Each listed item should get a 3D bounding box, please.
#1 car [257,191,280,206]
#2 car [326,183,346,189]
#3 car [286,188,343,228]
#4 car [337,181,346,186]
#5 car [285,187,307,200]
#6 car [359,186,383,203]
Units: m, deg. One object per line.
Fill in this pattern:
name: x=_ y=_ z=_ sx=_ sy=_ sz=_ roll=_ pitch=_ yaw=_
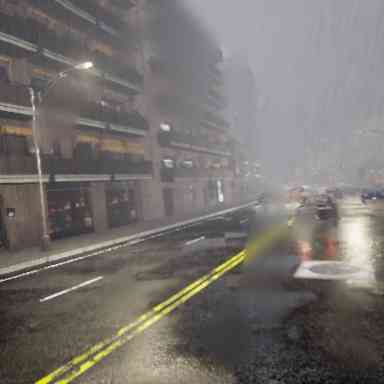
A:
car: x=8.725 y=0.653 z=37.813 sx=1.837 sy=1.490 sz=4.892 roll=-5 pitch=0 yaw=24
car: x=15.085 y=0.139 z=35.728 sx=1.994 sy=1.385 sz=4.181 roll=-5 pitch=0 yaw=23
car: x=6.571 y=0.868 z=17.165 sx=2.128 sy=1.511 sz=4.902 roll=-5 pitch=0 yaw=26
car: x=33.412 y=-1.663 z=74.723 sx=1.812 sy=1.442 sz=4.674 roll=-5 pitch=0 yaw=19
car: x=11.346 y=0.264 z=35.766 sx=2.097 sy=1.767 sz=4.553 roll=-5 pitch=0 yaw=24
car: x=15.633 y=0.139 z=28.904 sx=1.895 sy=1.301 sz=4.718 roll=-5 pitch=0 yaw=24
